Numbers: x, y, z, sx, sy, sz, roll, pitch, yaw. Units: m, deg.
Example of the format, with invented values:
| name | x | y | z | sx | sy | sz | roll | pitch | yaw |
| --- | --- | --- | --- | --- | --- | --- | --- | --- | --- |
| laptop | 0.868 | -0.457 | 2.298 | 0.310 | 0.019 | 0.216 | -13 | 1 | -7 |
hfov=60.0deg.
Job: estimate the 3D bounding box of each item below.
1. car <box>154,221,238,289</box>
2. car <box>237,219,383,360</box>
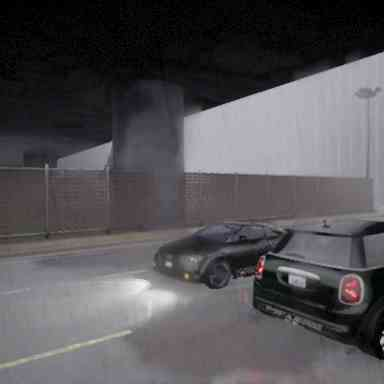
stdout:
| name | x | y | z | sx | sy | sz | roll | pitch | yaw |
| --- | --- | --- | --- | --- | --- | --- | --- | --- | --- |
| car | 1.071 | 1.513 | 9.048 | 4.181 | 1.385 | 1.994 | -1 | 0 | -35 |
| car | 3.284 | 1.301 | 6.116 | 4.553 | 1.767 | 2.097 | -1 | 0 | -35 |
